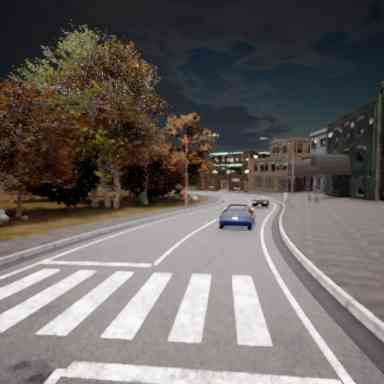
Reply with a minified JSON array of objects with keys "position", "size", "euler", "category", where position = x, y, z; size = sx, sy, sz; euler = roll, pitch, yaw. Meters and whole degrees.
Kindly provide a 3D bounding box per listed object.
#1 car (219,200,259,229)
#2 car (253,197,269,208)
[{"position":[2.912,1.453,20.873],"size":[1.994,1.385,4.181],"euler":[1,1,13],"category":"car"},{"position":[8.508,1.224,41.100],"size":[1.895,1.301,4.718],"euler":[1,1,15],"category":"car"}]
